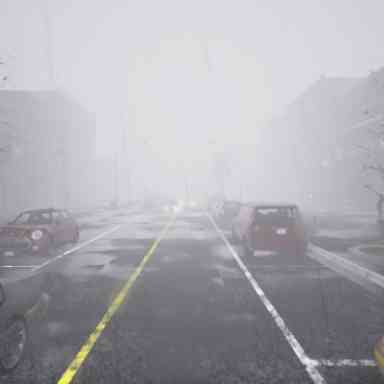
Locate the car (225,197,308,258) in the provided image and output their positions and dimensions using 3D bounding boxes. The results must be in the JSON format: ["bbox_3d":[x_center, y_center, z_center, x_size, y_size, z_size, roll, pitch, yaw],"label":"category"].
[{"bbox_3d":[2.681,1.257,12.366,2.192,1.841,5.009,-1,0,0],"label":"car"}]

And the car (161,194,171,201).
[{"bbox_3d":[-5.720,1.200,73.394,1.887,1.381,4.507,-1,0,0],"label":"car"}]

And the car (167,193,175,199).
[{"bbox_3d":[-5.726,1.120,90.039,1.887,1.381,4.507,-1,0,0],"label":"car"}]

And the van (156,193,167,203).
[{"bbox_3d":[-5.718,1.049,62.296,1.690,1.788,3.998,-1,0,0],"label":"van"}]

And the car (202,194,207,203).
[{"bbox_3d":[2.671,1.367,45.657,1.802,1.307,4.206,-1,0,0],"label":"car"}]

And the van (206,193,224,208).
[{"bbox_3d":[2.673,1.179,34.560,1.690,1.788,3.998,-1,0,0],"label":"van"}]

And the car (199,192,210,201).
[{"bbox_3d":[2.659,0.969,73.398,2.192,1.841,5.009,-1,0,0],"label":"car"}]

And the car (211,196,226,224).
[{"bbox_3d":[2.678,1.330,23.463,1.967,1.590,4.097,-1,0,0],"label":"car"}]

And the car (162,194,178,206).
[{"bbox_3d":[-3.085,1.367,49.829,1.895,1.301,4.718,0,0,0],"label":"car"}]

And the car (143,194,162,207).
[{"bbox_3d":[-5.709,1.337,45.652,2.008,1.369,4.403,-1,0,0],"label":"car"}]

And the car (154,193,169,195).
[{"bbox_3d":[-5.716,1.049,56.748,2.192,1.841,5.009,-1,0,0],"label":"car"}]

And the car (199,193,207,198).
[{"bbox_3d":[2.665,1.288,62.302,1.802,1.307,4.206,-1,0,0],"label":"car"}]

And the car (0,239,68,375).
[{"bbox_3d":[-3.100,1.535,2.808,2.033,1.411,5.357,0,0,0],"label":"car"}]

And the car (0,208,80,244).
[{"bbox_3d":[-5.698,1.383,12.361,1.967,1.590,4.097,-1,0,0],"label":"car"}]

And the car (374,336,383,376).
[{"bbox_3d":[2.687,1.518,1.441,1.752,1.417,4.829,-1,0,0],"label":"car"}]

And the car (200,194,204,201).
[{"bbox_3d":[2.669,1.341,51.206,1.802,1.307,4.206,-1,0,0],"label":"car"}]

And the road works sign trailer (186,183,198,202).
[{"bbox_3d":[0.007,0.151,64.124,2.380,3.560,2.880,1,0,0],"label":"road works sign trailer"}]

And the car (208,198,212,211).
[{"bbox_3d":[2.678,1.446,29.013,1.802,1.307,4.206,-1,0,0],"label":"car"}]

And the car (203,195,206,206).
[{"bbox_3d":[2.673,1.356,40.109,1.887,1.381,4.507,-1,0,0],"label":"car"}]

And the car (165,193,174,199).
[{"bbox_3d":[-5.725,1.042,84.490,1.967,1.590,4.097,-1,0,0],"label":"car"}]
